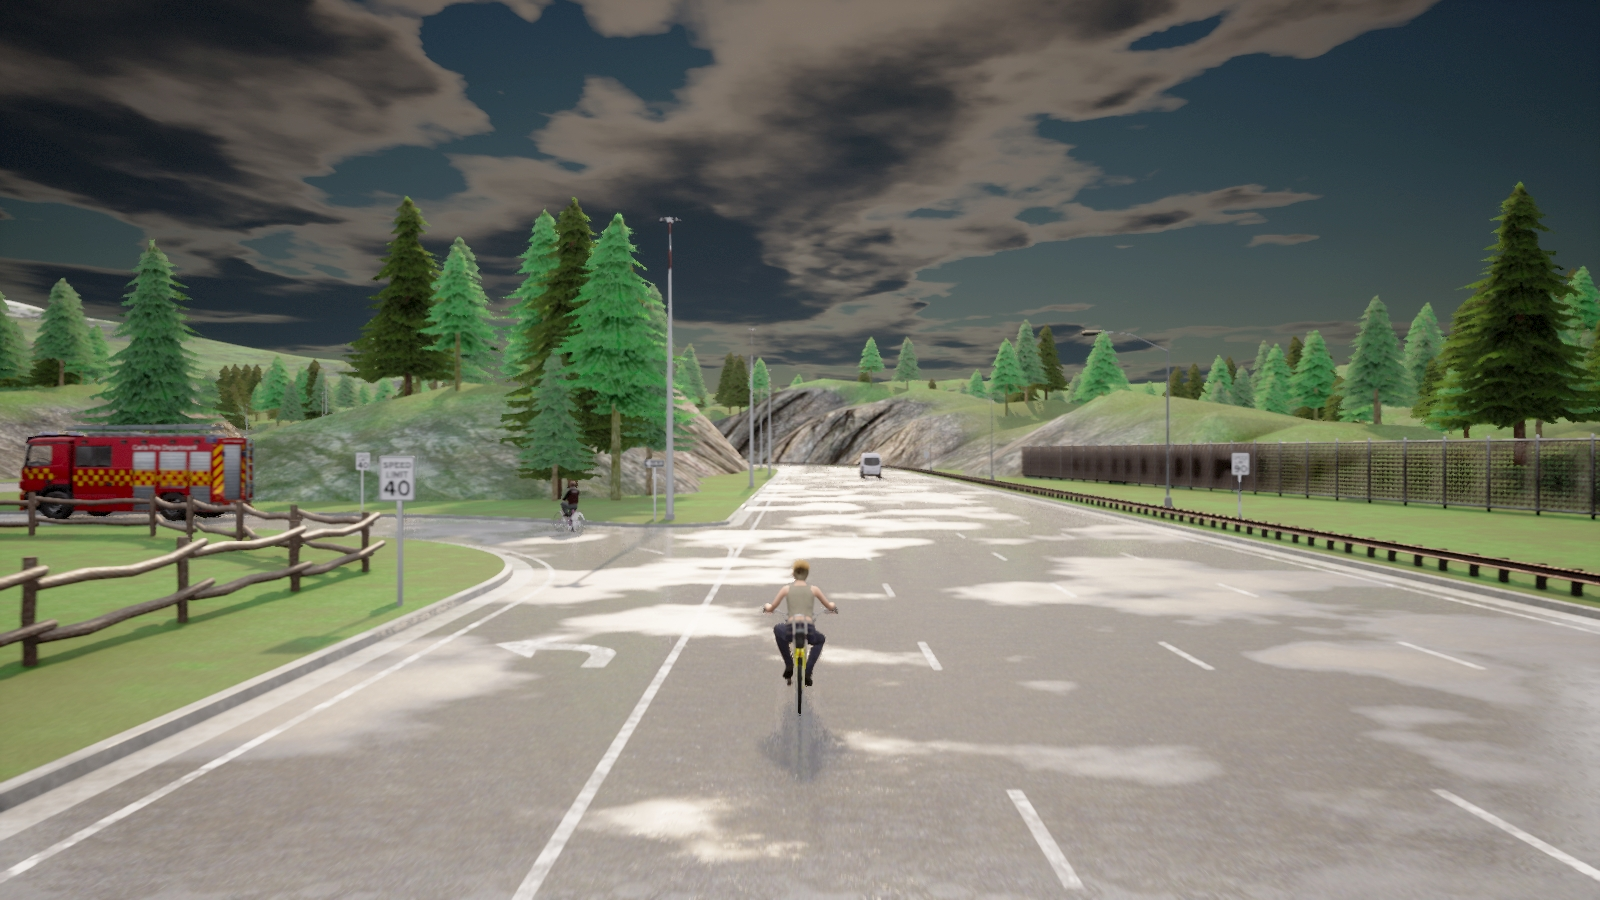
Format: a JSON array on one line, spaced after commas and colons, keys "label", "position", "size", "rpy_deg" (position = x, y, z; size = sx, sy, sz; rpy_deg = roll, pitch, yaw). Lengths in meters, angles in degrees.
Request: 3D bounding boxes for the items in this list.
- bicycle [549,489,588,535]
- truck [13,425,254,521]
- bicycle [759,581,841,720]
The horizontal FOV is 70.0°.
[{"label": "bicycle", "position": [-7.874, 2.081, 38.745], "size": [1.835, 1.471, 0.329], "rpy_deg": [0, 0, 45]}, {"label": "truck", "position": [-27.346, 0.915, 47.047], "size": [8.468, 3.827, 2.891], "rpy_deg": [0, 0, 5]}, {"label": "bicycle", "position": [0.004, 2.165, 12.616], "size": [0.859, 1.276, 1.487], "rpy_deg": [0, 0, 0]}]
